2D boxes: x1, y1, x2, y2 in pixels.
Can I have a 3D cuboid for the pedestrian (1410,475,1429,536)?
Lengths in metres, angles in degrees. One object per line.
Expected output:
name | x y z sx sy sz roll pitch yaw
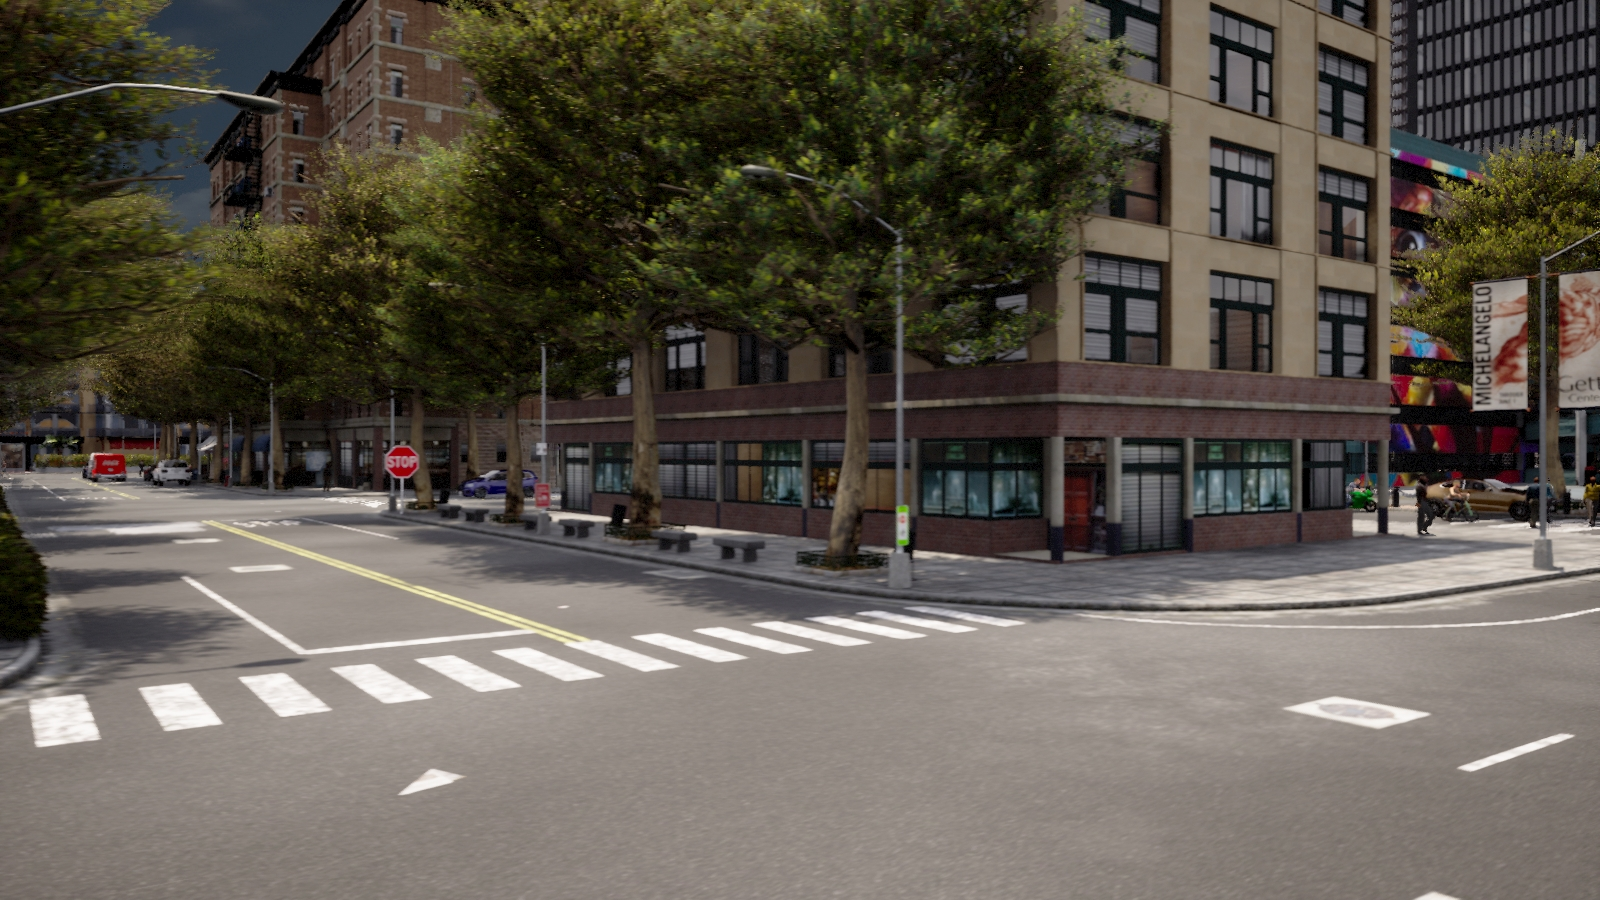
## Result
pedestrian | 19.100 1.696 35.214 0.375 1.860 0.375 0 0 -32

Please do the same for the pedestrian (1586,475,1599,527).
pedestrian | 28.905 1.849 41.682 0.375 1.860 0.375 0 0 39

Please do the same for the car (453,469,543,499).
car | -17.707 1.968 67.127 4.611 1.667 2.242 0 0 -36

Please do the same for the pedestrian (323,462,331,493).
pedestrian | -29.042 1.697 70.205 0.375 1.860 0.375 0 0 -38

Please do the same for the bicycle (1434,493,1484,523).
bicycle | 25.651 2.256 44.487 0.859 1.080 1.487 0 0 -33

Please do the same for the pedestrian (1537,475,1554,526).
pedestrian | 27.395 1.849 41.980 0.375 1.860 0.375 0 0 -26

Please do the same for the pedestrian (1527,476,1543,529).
pedestrian | 26.155 1.848 40.658 0.375 1.860 0.375 0 0 -40

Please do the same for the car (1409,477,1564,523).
car | 28.188 1.992 47.061 2.152 1.651 5.027 0 0 -36
